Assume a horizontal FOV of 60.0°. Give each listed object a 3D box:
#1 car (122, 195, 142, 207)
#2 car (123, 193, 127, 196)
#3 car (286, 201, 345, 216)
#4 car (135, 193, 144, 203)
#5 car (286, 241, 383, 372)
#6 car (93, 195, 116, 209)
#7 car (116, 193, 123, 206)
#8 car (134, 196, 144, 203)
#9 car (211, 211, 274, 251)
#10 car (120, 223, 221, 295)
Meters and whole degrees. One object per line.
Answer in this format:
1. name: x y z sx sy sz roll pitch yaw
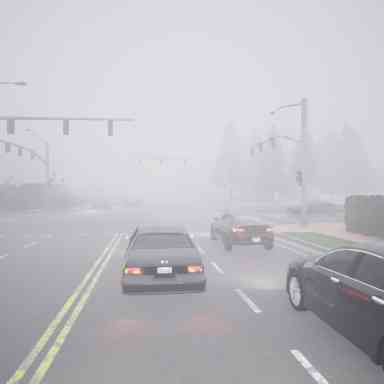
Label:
1. car: -9.016 1.526 50.276 1.812 1.442 4.674 0 0 -6
2. car: -14.330 1.223 67.604 2.150 2.045 5.566 0 0 -6
3. car: 12.072 1.547 32.487 5.357 1.411 2.033 0 0 -5
4. car: -9.990 1.478 59.450 1.882 1.535 5.008 0 0 -6
5. car: 2.983 1.505 4.942 1.837 1.490 4.892 0 0 -5
6. car: -12.033 1.491 44.885 2.128 1.511 4.902 0 0 -4
7. car: -12.939 1.352 54.044 2.097 1.767 4.553 0 0 -6
8. car: -11.024 1.524 69.598 1.812 1.442 4.674 0 0 -6
9. car: 2.010 1.526 14.137 1.812 1.442 4.674 0 0 -7
10. car: -0.834 1.547 8.876 2.033 1.411 5.357 0 0 -7
